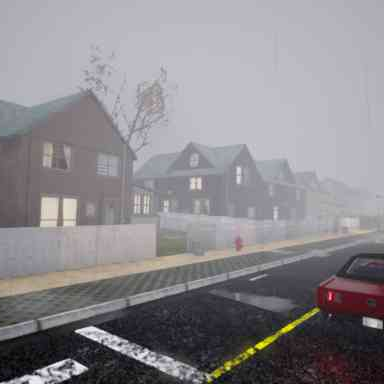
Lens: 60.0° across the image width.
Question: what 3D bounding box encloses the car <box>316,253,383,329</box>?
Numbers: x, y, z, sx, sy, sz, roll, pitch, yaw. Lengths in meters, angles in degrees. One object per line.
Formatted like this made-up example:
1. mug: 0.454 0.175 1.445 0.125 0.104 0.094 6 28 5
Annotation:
1. car: 4.393 1.989 7.200 1.895 1.301 4.718 -1 -4 39
